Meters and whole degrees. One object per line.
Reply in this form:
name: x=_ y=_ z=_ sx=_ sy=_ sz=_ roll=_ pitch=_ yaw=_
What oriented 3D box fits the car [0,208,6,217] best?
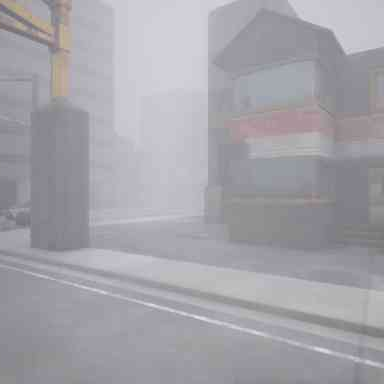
car: x=-12.899 y=1.295 z=25.453 sx=4.536 sy=1.218 sz=1.853 roll=0 pitch=0 yaw=-30

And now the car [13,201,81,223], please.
car: x=-9.728 y=1.295 z=22.803 sx=1.853 sy=1.218 sz=4.536 roll=0 pitch=0 yaw=15

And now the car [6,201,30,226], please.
car: x=-9.742 y=1.453 z=22.753 sx=2.038 sy=1.542 sz=4.974 roll=0 pitch=0 yaw=15
